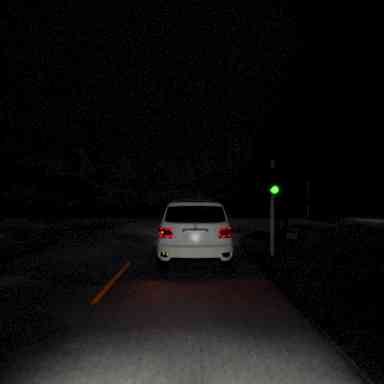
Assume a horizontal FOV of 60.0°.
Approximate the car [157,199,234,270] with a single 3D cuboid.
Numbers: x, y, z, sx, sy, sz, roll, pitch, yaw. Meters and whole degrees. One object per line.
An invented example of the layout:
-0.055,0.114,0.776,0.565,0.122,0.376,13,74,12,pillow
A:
0.071,1.226,11.232,2.150,2.045,5.566,0,0,0,car
